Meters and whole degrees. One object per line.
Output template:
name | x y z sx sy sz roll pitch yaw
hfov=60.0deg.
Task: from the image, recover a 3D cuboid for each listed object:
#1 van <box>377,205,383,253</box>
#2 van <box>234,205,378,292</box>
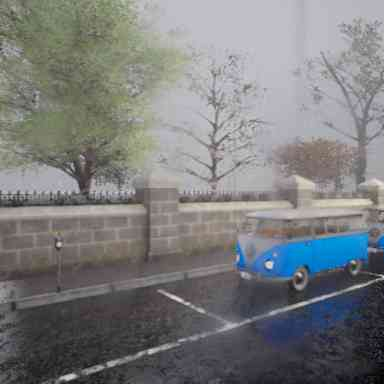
van | 7.499 1.343 11.904 3.998 1.788 1.690 0 0 -35
van | 2.915 1.342 8.636 3.998 1.788 1.690 0 0 -35
